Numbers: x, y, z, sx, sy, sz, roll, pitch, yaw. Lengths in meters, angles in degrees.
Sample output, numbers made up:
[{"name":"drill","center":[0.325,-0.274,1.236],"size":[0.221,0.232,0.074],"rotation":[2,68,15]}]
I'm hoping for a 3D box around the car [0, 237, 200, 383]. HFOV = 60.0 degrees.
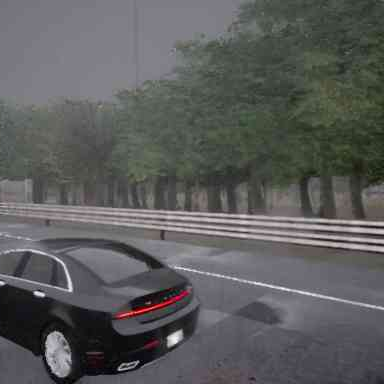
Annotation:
[{"name":"car","center":[-2.171,1.512,5.420],"size":[4.892,1.490,1.837],"rotation":[0,0,36]}]
